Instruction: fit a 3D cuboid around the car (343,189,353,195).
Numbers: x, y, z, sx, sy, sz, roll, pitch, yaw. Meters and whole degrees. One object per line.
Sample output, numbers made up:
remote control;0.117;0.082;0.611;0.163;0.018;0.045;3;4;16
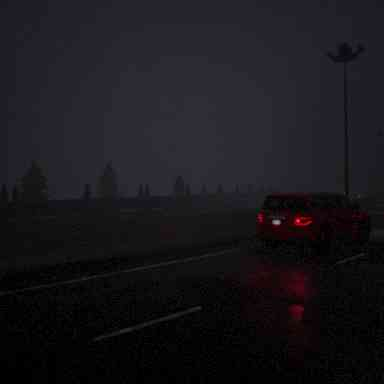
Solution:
car;37.039;-0.033;78.890;1.837;1.490;4.892;-1;1;31

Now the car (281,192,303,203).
car;14.539;0.756;48.314;1.837;1.490;4.892;-1;1;31

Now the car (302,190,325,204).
car;16.310;0.616;44.472;2.097;1.767;4.553;-1;1;31

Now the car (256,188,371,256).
car;4.703;1.015;12.496;5.566;2.045;2.150;-1;1;-42

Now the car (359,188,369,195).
car;39.076;-0.123;75.482;1.812;1.442;4.674;-1;1;31

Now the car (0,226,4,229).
car;-8.899;1.580;10.598;5.357;1.411;2.033;-1;1;-36

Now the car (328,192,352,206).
car;18.383;0.814;41.147;2.033;1.411;5.357;-1;1;31
